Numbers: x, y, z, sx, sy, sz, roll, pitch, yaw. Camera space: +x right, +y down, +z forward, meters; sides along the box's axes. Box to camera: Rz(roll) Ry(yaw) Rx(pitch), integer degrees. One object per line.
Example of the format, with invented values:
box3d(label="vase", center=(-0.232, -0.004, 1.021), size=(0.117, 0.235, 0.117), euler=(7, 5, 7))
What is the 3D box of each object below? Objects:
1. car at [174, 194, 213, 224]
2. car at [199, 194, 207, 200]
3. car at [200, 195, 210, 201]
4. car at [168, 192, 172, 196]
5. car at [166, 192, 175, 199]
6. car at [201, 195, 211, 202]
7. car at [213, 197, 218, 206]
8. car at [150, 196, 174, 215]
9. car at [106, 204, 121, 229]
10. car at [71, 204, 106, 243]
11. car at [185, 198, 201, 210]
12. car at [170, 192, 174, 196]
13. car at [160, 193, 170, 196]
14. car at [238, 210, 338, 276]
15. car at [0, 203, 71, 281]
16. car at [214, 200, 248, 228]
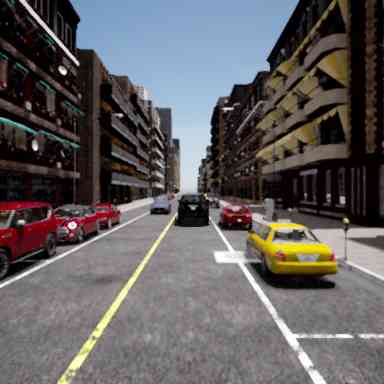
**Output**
box3d(label="car", center=(0.106, 1.134, 24.009), size=(2.150, 2.045, 5.566), euler=(0, 0, 0))
box3d(label="car", center=(2.711, 1.272, 83.143), size=(1.802, 1.307, 4.206), euler=(0, 0, 0))
box3d(label="car", center=(2.708, 1.299, 71.871), size=(1.947, 1.339, 4.313), euler=(0, 0, 0))
box3d(label="car", center=(-5.674, 1.306, 66.241), size=(2.008, 1.369, 4.403), euler=(0, 0, 0))
box3d(label="car", center=(-5.668, 0.984, 88.785), size=(2.192, 1.841, 5.009), euler=(0, 0, 0))
box3d(label="car", center=(2.707, 1.279, 66.404), size=(1.752, 1.417, 4.829), euler=(0, 0, 0))
box3d(label="car", center=(2.702, 1.390, 43.689), size=(2.008, 1.369, 4.403), euler=(0, 0, 0))
box3d(label="car", center=(-2.993, 1.428, 32.917), size=(2.033, 1.411, 5.357), euler=(0, 0, 0))
box3d(label="car", center=(-5.684, 1.468, 21.152), size=(1.887, 1.381, 4.507), euler=(0, 0, 0))
box3d(label="car", center=(-5.686, 1.384, 15.514), size=(1.967, 1.590, 4.097), euler=(0, 0, 0))
box3d(label="car", center=(0.109, 1.449, 41.476), size=(1.895, 1.301, 4.718), euler=(0, 0, 0))
box3d(label="car", center=(-5.671, 1.257, 77.513), size=(1.887, 1.381, 4.507), euler=(0, 0, 0))
box3d(label="car", center=(-5.675, 1.327, 60.604), size=(2.008, 1.369, 4.403), euler=(0, 0, 0))
box3d(label="car", center=(2.693, 1.489, 10.043), size=(1.752, 1.417, 4.829), euler=(0, 0, 0))
box3d(label="car", center=(-5.686, 1.279, 9.878), size=(2.192, 1.841, 5.009), euler=(0, 0, 0))
box3d(label="car", center=(2.696, 1.467, 21.145), size=(1.887, 1.381, 4.507), euler=(0, 0, 0))
